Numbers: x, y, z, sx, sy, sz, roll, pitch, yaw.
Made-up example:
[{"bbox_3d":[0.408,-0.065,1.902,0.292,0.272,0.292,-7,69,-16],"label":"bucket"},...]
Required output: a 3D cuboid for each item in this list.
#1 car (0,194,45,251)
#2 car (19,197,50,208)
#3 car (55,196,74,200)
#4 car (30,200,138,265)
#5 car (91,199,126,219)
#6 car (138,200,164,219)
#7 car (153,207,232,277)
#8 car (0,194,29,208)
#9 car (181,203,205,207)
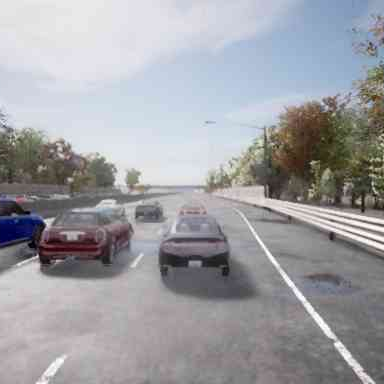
[{"bbox_3d":[-6.913,1.164,11.004,2.150,2.045,5.566,0,0,0],"label":"car"},{"bbox_3d":[-21.074,1.395,44.701,1.895,1.301,4.718,0,0,0],"label":"car"},{"bbox_3d":[-17.573,1.268,45.628,1.882,1.535,5.008,0,0,0],"label":"car"},{"bbox_3d":[-3.411,1.295,11.584,2.097,1.767,4.553,0,0,0],"label":"car"},{"bbox_3d":[-6.909,1.389,28.094,1.812,1.442,4.674,0,0,0],"label":"car"},{"bbox_3d":[-3.411,1.360,27.075,2.128,1.511,4.902,0,0,0],"label":"car"},{"bbox_3d":[0.081,1.439,10.114,2.128,1.511,4.902,0,0,0],"label":"car"},{"bbox_3d":[-24.567,1.141,45.652,2.097,1.767,4.553,0,0,0],"label":"car"},{"bbox_3d":[0.084,1.477,25.471,1.895,1.301,4.718,0,0,0],"label":"car"}]
